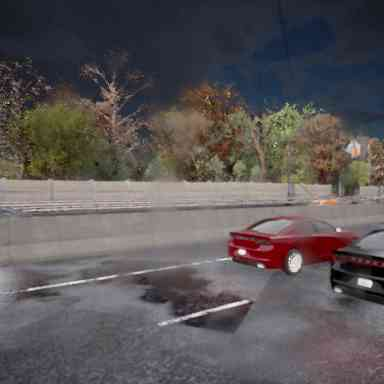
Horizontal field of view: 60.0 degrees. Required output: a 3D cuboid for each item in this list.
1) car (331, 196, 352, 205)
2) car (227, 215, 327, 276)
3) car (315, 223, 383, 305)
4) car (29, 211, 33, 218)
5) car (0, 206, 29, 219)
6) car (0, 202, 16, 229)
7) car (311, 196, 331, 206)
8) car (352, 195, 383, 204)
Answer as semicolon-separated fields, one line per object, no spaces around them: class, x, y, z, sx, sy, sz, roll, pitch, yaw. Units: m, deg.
car;21.354;1.340;44.995;4.553;1.767;2.097;0;0;-35
car;3.368;1.473;10.448;5.008;1.535;1.882;0;0;-36
car;5.114;1.473;7.395;5.008;1.535;1.882;0;0;-36
car;-11.054;1.490;17.604;4.902;1.511;2.128;0;0;-35
car;-9.908;1.491;14.122;4.902;1.511;2.128;0;0;-35
car;-13.570;1.477;20.108;5.008;1.535;1.882;0;0;-36
car;19.170;1.339;47.736;4.553;1.767;2.097;0;0;-35
car;22.437;1.492;41.480;4.892;1.490;1.837;0;0;-35
